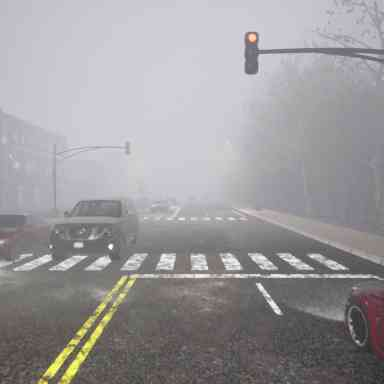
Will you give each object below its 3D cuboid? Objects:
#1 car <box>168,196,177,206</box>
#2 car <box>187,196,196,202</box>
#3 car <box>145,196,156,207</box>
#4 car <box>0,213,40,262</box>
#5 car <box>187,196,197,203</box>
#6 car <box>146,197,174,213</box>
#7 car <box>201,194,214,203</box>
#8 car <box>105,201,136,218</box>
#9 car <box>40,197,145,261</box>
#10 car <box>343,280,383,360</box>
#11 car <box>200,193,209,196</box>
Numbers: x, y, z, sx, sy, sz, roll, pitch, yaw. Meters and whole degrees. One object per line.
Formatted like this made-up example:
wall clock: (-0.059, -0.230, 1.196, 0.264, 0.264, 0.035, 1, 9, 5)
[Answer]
car: (-3.443, 1.473, 54.958, 2.128, 1.511, 4.902, 0, 0, 0)
car: (-0.140, 1.564, 77.243, 1.895, 1.301, 4.718, 0, 0, 0)
car: (-6.684, 1.462, 46.606, 1.882, 1.535, 5.008, 0, 0, 0)
car: (-6.612, 1.524, 12.282, 1.812, 1.442, 4.674, 0, 0, 0)
car: (-0.021, 1.452, 66.960, 1.882, 1.535, 5.008, 0, 0, 0)
car: (-3.415, 1.536, 36.439, 2.033, 1.411, 5.357, 0, 0, 0)
car: (3.226, 1.576, 66.084, 1.895, 1.301, 4.718, 0, 0, 0)
car: (-6.659, 1.591, 31.513, 1.895, 1.301, 4.718, 0, 0, 0)
car: (-3.374, 1.219, 12.641, 2.150, 2.045, 5.566, 0, 0, 0)
car: (3.346, 1.563, 3.502, 1.994, 1.385, 4.181, 0, 0, 0)
car: (3.113, 1.194, 76.267, 2.150, 2.045, 5.566, 0, 0, 0)
